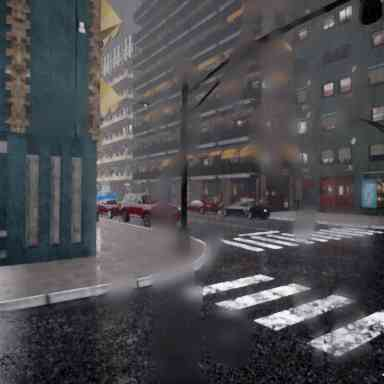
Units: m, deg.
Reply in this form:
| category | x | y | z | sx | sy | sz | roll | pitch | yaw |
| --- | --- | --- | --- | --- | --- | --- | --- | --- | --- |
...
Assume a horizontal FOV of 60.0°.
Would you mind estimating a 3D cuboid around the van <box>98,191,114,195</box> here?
| category | x | y | z | sx | sy | sz | roll | pitch | yaw |
| --- | --- | --- | --- | --- | --- | --- | --- | --- | --- |
| van | -12.345 | 0.725 | 48.110 | 1.690 | 1.788 | 3.998 | 2 | 0 | -36 |

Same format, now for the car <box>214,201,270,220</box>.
| category | x | y | z | sx | sy | sz | roll | pitch | yaw |
| --- | --- | --- | --- | --- | --- | --- | --- | --- | --- |
| car | 4.054 | 1.353 | 25.599 | 1.947 | 1.339 | 4.313 | 2 | 0 | -36 |

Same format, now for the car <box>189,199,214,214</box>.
| category | x | y | z | sx | sy | sz | roll | pitch | yaw |
| --- | --- | --- | --- | --- | --- | --- | --- | --- | --- |
| car | 0.773 | 1.288 | 30.101 | 1.802 | 1.307 | 4.206 | 2 | 0 | -36 |

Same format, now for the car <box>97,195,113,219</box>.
| category | x | y | z | sx | sy | sz | roll | pitch | yaw |
| --- | --- | --- | --- | --- | --- | --- | --- | --- | --- |
| car | -6.022 | 1.182 | 25.198 | 1.887 | 1.381 | 4.507 | 2 | 0 | -36 |

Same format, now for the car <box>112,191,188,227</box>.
| category | x | y | z | sx | sy | sz | roll | pitch | yaw |
| --- | --- | --- | --- | --- | --- | --- | --- | --- | --- |
| car | -2.734 | 1.033 | 20.696 | 2.192 | 1.841 | 5.009 | 2 | 0 | -36 |
